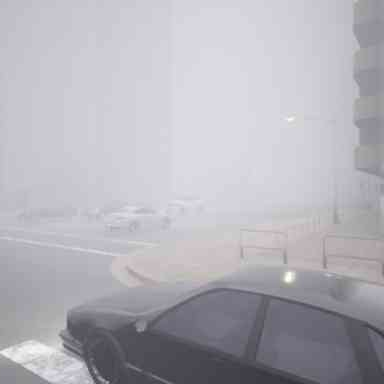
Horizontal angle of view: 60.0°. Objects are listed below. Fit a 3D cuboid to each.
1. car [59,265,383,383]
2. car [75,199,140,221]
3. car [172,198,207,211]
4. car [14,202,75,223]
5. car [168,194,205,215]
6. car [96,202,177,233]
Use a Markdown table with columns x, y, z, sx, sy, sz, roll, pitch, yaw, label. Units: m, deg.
| x | y | z | sx | sy | sz | roll | pitch | yaw | label |
| --- | --- | --- | --- | --- | --- | --- | --- | --- | --- |
| 0.862 | 1.548 | 3.451 | 5.357 | 1.411 | 2.033 | 0 | 0 | 37 | car |
| -6.842 | 1.416 | 27.410 | 2.097 | 1.767 | 4.553 | 0 | 0 | 35 | car |
| -0.237 | 1.557 | 42.999 | 2.128 | 1.511 | 4.902 | 0 | 0 | 35 | car |
| -11.603 | 1.557 | 26.736 | 2.128 | 1.511 | 4.902 | 0 | 0 | 36 | car |
| -0.763 | 1.286 | 36.156 | 2.150 | 2.045 | 5.566 | 0 | 0 | 35 | car |
| -3.229 | 1.587 | 20.257 | 1.812 | 1.442 | 4.674 | 0 | 0 | 35 | car |
